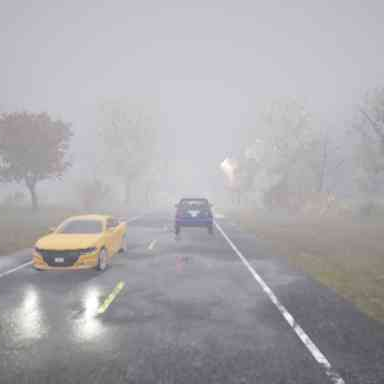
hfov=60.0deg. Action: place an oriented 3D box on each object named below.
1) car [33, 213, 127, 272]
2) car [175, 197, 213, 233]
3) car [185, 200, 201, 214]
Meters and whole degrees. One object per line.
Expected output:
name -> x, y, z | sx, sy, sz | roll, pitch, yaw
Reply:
car -> -3.494, 1.531, 11.254 | 1.882, 1.535, 5.008 | 0, 0, 0
car -> 0.110, 1.317, 20.308 | 2.150, 2.045, 5.566 | 0, 0, 0
car -> 0.117, 1.736, 39.247 | 1.812, 1.442, 4.674 | 0, 0, 0
